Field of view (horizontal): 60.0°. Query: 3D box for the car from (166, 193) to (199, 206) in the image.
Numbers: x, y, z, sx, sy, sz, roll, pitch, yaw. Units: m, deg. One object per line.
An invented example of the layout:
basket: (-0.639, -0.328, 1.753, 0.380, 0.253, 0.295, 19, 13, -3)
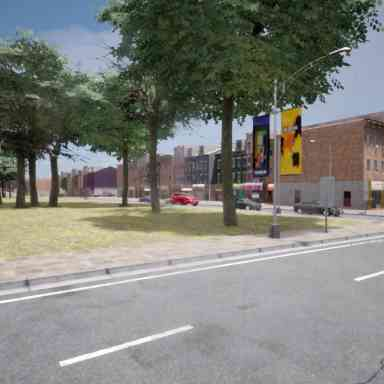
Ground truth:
car: (-1.196, 1.124, 51.091, 2.150, 2.045, 5.566, 1, 0, -35)

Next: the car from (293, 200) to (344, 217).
car: (12.193, 1.588, 32.268, 1.837, 1.490, 4.892, 1, 0, -35)

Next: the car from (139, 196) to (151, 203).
car: (-8.779, 1.402, 66.612, 2.033, 1.411, 5.357, 1, 0, -35)

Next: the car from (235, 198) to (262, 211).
car: (6.363, 1.497, 40.456, 1.837, 1.490, 4.892, 1, 0, -35)
